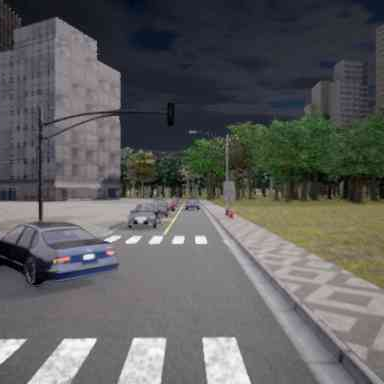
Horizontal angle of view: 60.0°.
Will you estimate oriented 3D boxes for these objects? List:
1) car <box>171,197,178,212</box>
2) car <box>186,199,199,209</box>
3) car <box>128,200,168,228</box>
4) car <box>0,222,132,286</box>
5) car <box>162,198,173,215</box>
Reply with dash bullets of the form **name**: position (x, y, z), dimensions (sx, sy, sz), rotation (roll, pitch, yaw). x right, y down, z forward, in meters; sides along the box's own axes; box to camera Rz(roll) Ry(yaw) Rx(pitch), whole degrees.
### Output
- **car**: position (-3.059, 1.574, 41.224), dimensions (1.882, 1.535, 5.008), rotation (0, 0, 0)
- **car**: position (0.071, 1.654, 46.625), dimensions (2.033, 1.411, 5.357), rotation (0, 0, 0)
- **car**: position (-3.096, 1.547, 22.558), dimensions (2.128, 1.511, 4.902), rotation (0, 0, 0)
- **car**: position (-4.230, 1.576, 9.568), dimensions (5.357, 1.411, 2.033), rotation (0, 0, 44)
- **car**: position (-3.090, 1.581, 31.773), dimensions (1.837, 1.490, 4.892), rotation (0, 0, 0)
